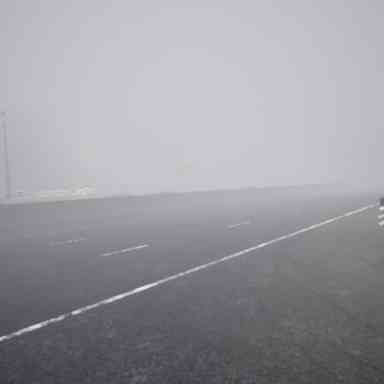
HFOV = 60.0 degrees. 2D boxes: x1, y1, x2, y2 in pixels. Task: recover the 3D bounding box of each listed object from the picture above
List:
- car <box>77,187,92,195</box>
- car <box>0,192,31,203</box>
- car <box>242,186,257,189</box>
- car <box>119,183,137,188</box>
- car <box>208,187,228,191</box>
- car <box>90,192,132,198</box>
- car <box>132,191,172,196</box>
[{"bbox_3d":[-19.001,-0.205,60.035,1.994,1.385,4.181,-2,3,18],"label":"car"},{"bbox_3d":[-23.637,0.677,44.255,2.033,1.411,5.357,-2,2,15],"label":"car"},{"bbox_3d":[8.287,-0.106,49.059,1.882,1.535,5.008,-1,1,39],"label":"car"},{"bbox_3d":[-14.196,-1.332,74.155,1.895,1.301,4.718,-2,4,20],"label":"car"},{"bbox_3d":[4.078,-0.072,54.959,1.882,1.535,5.008,-1,1,39],"label":"car"},{"bbox_3d":[-8.893,0.789,38.934,2.128,1.511,4.902,-1,2,39],"label":"car"},{"bbox_3d":[-3.413,0.659,34.585,1.882,1.535,5.008,-1,2,39],"label":"car"}]
